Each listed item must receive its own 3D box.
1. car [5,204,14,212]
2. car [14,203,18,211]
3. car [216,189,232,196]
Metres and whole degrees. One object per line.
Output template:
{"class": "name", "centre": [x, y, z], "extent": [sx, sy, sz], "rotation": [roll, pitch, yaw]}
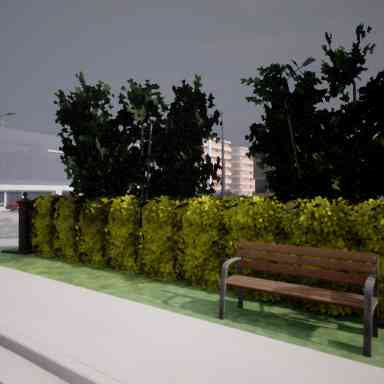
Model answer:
{"class": "car", "centre": [-18.648, 1.553, 38.243], "extent": [1.895, 1.301, 4.718], "rotation": [0, 0, 35]}
{"class": "car", "centre": [-16.058, 1.553, 35.854], "extent": [1.895, 1.301, 4.718], "rotation": [0, 0, 36]}
{"class": "car", "centre": [5.972, 0.450, 67.078], "extent": [2.150, 2.045, 5.566], "rotation": [0, 1, 36]}
